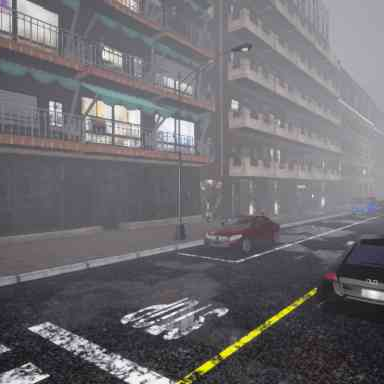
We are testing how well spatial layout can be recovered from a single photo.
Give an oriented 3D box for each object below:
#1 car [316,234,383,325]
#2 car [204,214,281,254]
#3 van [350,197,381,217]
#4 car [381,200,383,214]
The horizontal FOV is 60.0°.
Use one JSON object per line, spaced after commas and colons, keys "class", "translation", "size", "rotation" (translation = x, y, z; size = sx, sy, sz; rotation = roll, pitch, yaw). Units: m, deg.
{"class": "car", "translation": [4.065, 1.561, 6.738], "size": [1.994, 1.385, 4.181], "rotation": [0, 0, 38]}
{"class": "car", "translation": [2.190, 1.573, 13.491], "size": [1.802, 1.307, 4.206], "rotation": [-1, -1, 38]}
{"class": "van", "translation": [16.076, 1.327, 30.993], "size": [1.690, 1.788, 3.998], "rotation": [-1, -1, 38]}
{"class": "car", "translation": [19.598, 1.567, 35.428], "size": [1.802, 1.307, 4.206], "rotation": [-1, -1, 38]}
